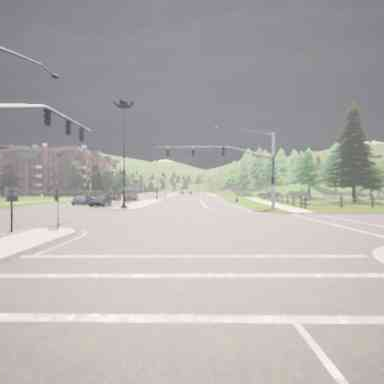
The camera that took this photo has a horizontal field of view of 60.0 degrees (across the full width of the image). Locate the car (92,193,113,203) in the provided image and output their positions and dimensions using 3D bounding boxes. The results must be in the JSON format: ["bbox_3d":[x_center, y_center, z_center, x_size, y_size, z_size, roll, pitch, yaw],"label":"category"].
[{"bbox_3d":[-14.969,1.040,55.936,2.128,1.511,4.902,0,1,1],"label":"car"}]

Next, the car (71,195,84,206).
[{"bbox_3d":[-15.084,1.158,45.773,1.812,1.442,4.674,0,1,0],"label":"car"}]

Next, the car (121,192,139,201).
[{"bbox_3d":[-11.497,0.843,63.288,2.097,1.767,4.553,0,1,0],"label":"car"}]

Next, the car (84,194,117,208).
[{"bbox_3d":[-11.578,1.207,42.386,2.033,1.411,5.357,0,0,0],"label":"car"}]

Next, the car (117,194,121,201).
[{"bbox_3d":[-14.993,1.078,65.089,2.033,1.411,5.357,0,0,0],"label":"car"}]
